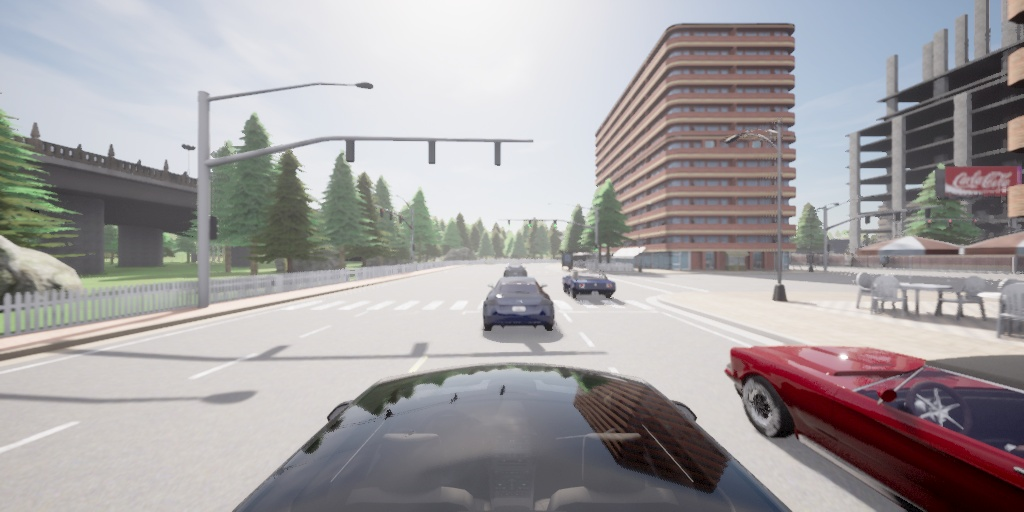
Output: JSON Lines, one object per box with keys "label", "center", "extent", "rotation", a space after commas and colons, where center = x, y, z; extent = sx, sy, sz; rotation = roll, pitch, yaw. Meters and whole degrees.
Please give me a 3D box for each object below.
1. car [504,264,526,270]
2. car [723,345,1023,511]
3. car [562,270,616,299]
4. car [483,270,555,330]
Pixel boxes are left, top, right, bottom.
{"label": "car", "center": [0.285, 1.356, 30.551], "extent": [1.994, 1.385, 4.181], "rotation": [0, 0, 0]}
{"label": "car", "center": [3.684, 1.353, 2.477], "extent": [1.895, 1.301, 4.718], "rotation": [0, 0, -1]}
{"label": "car", "center": [3.703, 1.369, 18.107], "extent": [1.895, 1.301, 4.718], "rotation": [0, 0, 0]}
{"label": "car", "center": [0.177, 1.320, 11.189], "extent": [1.994, 1.385, 4.181], "rotation": [0, 0, 0]}
